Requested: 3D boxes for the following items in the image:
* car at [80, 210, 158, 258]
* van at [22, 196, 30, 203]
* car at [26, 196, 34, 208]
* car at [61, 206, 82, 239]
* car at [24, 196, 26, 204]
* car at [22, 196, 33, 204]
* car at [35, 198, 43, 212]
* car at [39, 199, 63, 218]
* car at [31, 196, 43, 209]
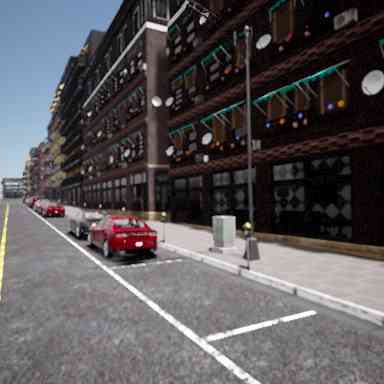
[{"bbox_3d":[-2.800,1.583,12.864,1.887,1.381,4.507,1,-1,-29],"label":"car"},{"bbox_3d":[-42.663,1.922,85.627,1.690,1.788,3.998,1,-1,-29],"label":"van"},{"bbox_3d":[-24.071,1.594,51.664,2.192,1.841,5.009,1,-1,-29],"label":"car"},{"bbox_3d":[-5.456,1.613,17.716,2.008,1.369,4.403,1,-1,-29],"label":"car"},{"bbox_3d":[-29.385,1.796,61.366,1.967,1.590,4.097,1,-1,-29],"label":"car"},{"bbox_3d":[-40.007,1.847,80.775,2.192,1.841,5.009,1,-1,-29],"label":"car"},{"bbox_3d":[-16.077,1.722,37.121,1.887,1.381,4.507,1,-1,-29],"label":"car"},{"bbox_3d":[-13.422,1.690,32.271,1.887,1.381,4.507,1,-1,-29],"label":"car"},{"bbox_3d":[-18.725,1.650,41.979,1.967,1.590,4.097,1,-1,-29],"label":"car"}]
